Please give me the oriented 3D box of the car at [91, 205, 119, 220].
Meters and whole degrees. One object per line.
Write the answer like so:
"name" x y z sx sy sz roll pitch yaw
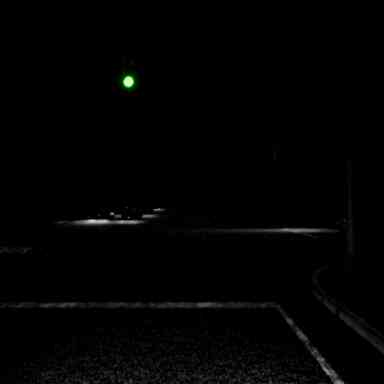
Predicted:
"car" -10.594 2.564 39.899 1.994 1.385 4.181 0 -1 0

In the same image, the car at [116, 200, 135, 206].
"car" -10.581 2.307 52.223 2.150 2.045 5.566 0 0 0

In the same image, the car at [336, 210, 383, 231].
"car" 13.374 2.087 24.965 4.902 1.511 2.128 0 -2 -2

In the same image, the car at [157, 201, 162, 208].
"car" -7.007 2.451 66.002 2.033 1.411 5.357 0 1 0

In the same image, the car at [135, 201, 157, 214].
"car" -7.085 2.565 51.217 1.882 1.535 5.008 0 0 0

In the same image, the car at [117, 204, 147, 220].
"car" -7.097 2.548 39.946 2.033 1.411 5.357 0 -1 0
